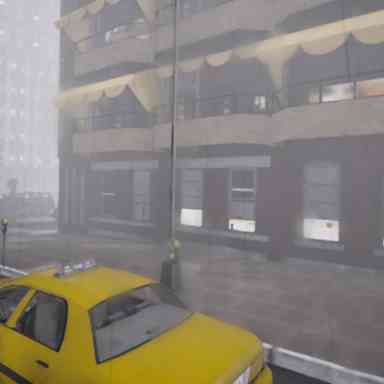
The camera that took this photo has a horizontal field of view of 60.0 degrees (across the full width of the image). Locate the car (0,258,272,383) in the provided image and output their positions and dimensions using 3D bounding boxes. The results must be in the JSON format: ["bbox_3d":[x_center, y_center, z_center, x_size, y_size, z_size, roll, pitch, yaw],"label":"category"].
[{"bbox_3d":[-1.536,1.474,3.961,4.829,1.417,1.752,1,1,36],"label":"car"}]

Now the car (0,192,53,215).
[{"bbox_3d":[-14.380,0.921,28.571,2.192,1.841,5.009,2,1,36],"label":"car"}]

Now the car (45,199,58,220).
[{"bbox_3d":[-7.599,1.393,23.662,1.887,1.381,4.507,2,1,36],"label":"car"}]
